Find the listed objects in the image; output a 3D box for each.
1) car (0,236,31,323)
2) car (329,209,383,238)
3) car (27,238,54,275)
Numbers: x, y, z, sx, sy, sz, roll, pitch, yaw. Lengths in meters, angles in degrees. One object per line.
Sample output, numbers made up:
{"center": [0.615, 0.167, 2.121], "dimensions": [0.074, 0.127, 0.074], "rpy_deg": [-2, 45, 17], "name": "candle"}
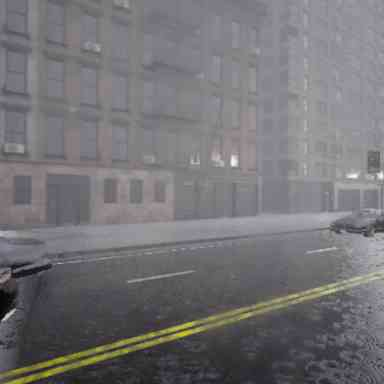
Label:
{"center": [-4.921, 1.480, 4.137], "dimensions": [4.902, 1.511, 2.128], "rpy_deg": [0, 0, -35], "name": "car"}
{"center": [10.007, 1.667, 18.754], "dimensions": [5.357, 1.411, 2.033], "rpy_deg": [0, 0, -35], "name": "car"}
{"center": [-6.000, 1.543, 7.361], "dimensions": [5.357, 1.411, 2.033], "rpy_deg": [0, 0, -35], "name": "car"}
